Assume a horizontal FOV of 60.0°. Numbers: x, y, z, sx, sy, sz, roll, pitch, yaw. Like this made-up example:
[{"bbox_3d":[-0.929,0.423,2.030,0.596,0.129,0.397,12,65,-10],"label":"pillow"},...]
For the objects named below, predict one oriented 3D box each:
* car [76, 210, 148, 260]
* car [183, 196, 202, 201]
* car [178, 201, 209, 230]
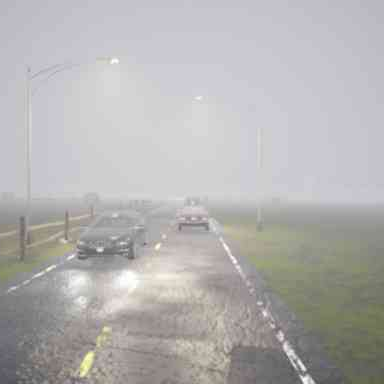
[{"bbox_3d":[-2.757,1.484,12.390,1.837,1.490,4.892,0,0,0],"label":"car"},{"bbox_3d":[0.076,1.280,39.076,2.097,1.767,4.553,0,0,0],"label":"car"},{"bbox_3d":[0.087,1.510,20.873,2.033,1.411,5.357,0,0,0],"label":"car"}]
